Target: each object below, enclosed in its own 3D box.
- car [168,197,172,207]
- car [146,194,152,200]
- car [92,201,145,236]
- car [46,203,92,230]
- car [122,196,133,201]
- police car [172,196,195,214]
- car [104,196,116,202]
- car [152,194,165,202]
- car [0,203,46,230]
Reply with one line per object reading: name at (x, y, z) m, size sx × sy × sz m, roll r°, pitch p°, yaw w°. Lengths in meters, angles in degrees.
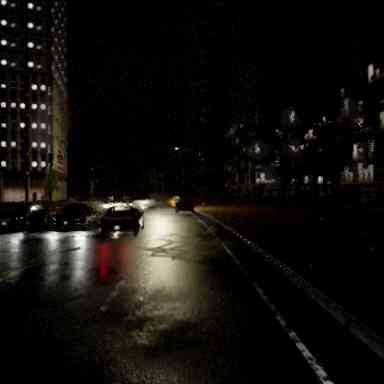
car at (-1.991, 1.412, 46.002) m, size 1.801 × 1.575 × 5.366 m, roll 0°, pitch 0°, yaw -7°
car at (-11.321, 1.334, 90.523) m, size 1.812 × 1.442 × 4.674 m, roll 0°, pitch 0°, yaw -14°
car at (-3.697, 1.474, 18.256) m, size 2.128 × 1.511 × 4.902 m, roll 0°, pitch 0°, yaw -3°
car at (-7.318, 1.487, 21.246) m, size 1.837 × 1.490 × 4.892 m, roll 0°, pitch 0°, yaw -4°
car at (-12.094, 1.448, 62.569) m, size 2.128 × 1.511 × 4.902 m, roll 0°, pitch 0°, yaw -9°
police car at (-0.843, 1.388, 35.827) m, size 1.930 × 1.638 × 5.238 m, roll 0°, pitch 0°, yaw -6°
car at (-15.263, 1.453, 61.813) m, size 2.128 × 1.511 × 4.902 m, roll 0°, pitch 0°, yaw -9°
car at (-6.510, 1.348, 68.762) m, size 2.033 × 1.411 × 5.357 m, roll 0°, pitch 0°, yaw -11°
car at (-10.550, 1.477, 20.874) m, size 2.128 × 1.511 × 4.902 m, roll 0°, pitch 0°, yaw -4°
